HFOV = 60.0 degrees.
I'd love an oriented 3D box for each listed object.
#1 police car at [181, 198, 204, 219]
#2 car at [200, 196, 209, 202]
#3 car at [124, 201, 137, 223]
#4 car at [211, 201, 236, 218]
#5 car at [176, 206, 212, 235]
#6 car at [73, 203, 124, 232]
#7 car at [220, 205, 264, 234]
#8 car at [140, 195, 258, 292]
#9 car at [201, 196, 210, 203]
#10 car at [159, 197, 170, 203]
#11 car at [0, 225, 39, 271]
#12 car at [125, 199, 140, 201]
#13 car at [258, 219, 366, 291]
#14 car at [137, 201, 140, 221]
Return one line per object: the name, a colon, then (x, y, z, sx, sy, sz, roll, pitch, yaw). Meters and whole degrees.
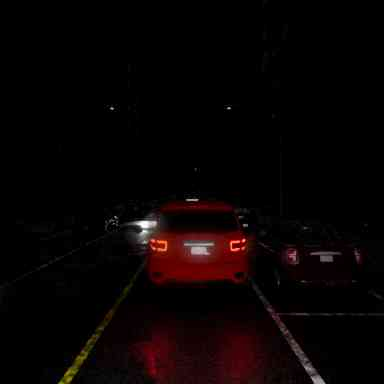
police car: (0.014, 1.428, 30.116, 1.930, 1.638, 5.238, 0, 0, 0)
car: (2.946, 1.615, 78.911, 2.008, 1.369, 4.403, 0, 0, 0)
car: (-5.660, 1.583, 25.506, 1.802, 1.307, 4.206, 0, 0, 0)
car: (2.869, 1.569, 31.003, 1.947, 1.339, 4.313, 0, 0, 0)
car: (0.108, 1.601, 19.852, 1.895, 1.301, 4.718, 0, 0, 0)
car: (-5.662, 1.566, 20.005, 1.947, 1.339, 4.313, 0, 0, 0)
car: (2.863, 1.551, 20.001, 2.008, 1.369, 4.403, 0, 0, 0)
car: (0.108, 1.221, 9.082, 2.150, 2.045, 5.566, 0, 0, -1)
car: (2.933, 1.578, 73.673, 1.752, 1.417, 4.829, 0, 0, 0)
car: (-5.604, 1.624, 68.111, 1.802, 1.307, 4.206, 0, 0, 0)
car: (-5.667, 1.582, 9.002, 1.802, 1.307, 4.206, 0, 0, 0)
car: (-5.657, 1.443, 31.008, 1.967, 1.590, 4.097, 0, 0, 0)
car: (2.858, 1.440, 8.998, 1.967, 1.590, 4.097, 0, 0, 0)
car: (-3.037, 1.567, 26.949, 1.994, 1.385, 4.181, 0, 0, 1)
